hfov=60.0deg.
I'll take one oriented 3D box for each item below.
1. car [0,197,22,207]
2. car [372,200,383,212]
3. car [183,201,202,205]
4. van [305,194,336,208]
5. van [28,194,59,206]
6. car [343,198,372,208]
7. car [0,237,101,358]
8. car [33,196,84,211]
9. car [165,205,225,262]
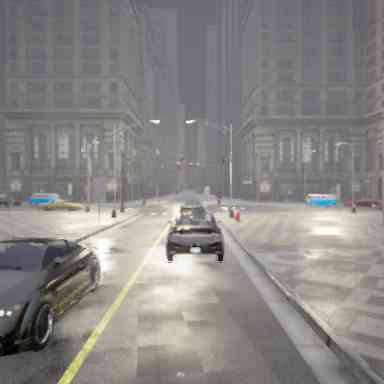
[{"bbox_3d":[-25.657,1.316,45.699,4.313,1.339,1.947,0,1,0],"label":"car"},{"bbox_3d":[23.280,1.616,37.357,4.507,1.381,1.887,0,1,0],"label":"car"},{"bbox_3d":[0.068,1.440,25.246,1.837,1.490,4.892,0,0,3],"label":"car"},{"bbox_3d":[17.740,1.231,45.885,3.998,1.788,1.690,0,1,0],"label":"van"},{"bbox_3d":[-20.244,1.107,45.717,3.998,1.788,1.690,0,1,0],"label":"van"},{"bbox_3d":[23.265,1.455,45.910,4.507,1.381,1.887,0,1,0],"label":"car"},{"bbox_3d":[-3.092,1.545,6.008,1.994,1.385,4.181,0,0,0],"label":"car"},{"bbox_3d":[-14.642,1.470,37.213,4.829,1.417,1.752,0,1,0],"label":"car"},{"bbox_3d":[0.096,1.457,11.974,2.128,1.511,4.902,0,0,0],"label":"car"}]
